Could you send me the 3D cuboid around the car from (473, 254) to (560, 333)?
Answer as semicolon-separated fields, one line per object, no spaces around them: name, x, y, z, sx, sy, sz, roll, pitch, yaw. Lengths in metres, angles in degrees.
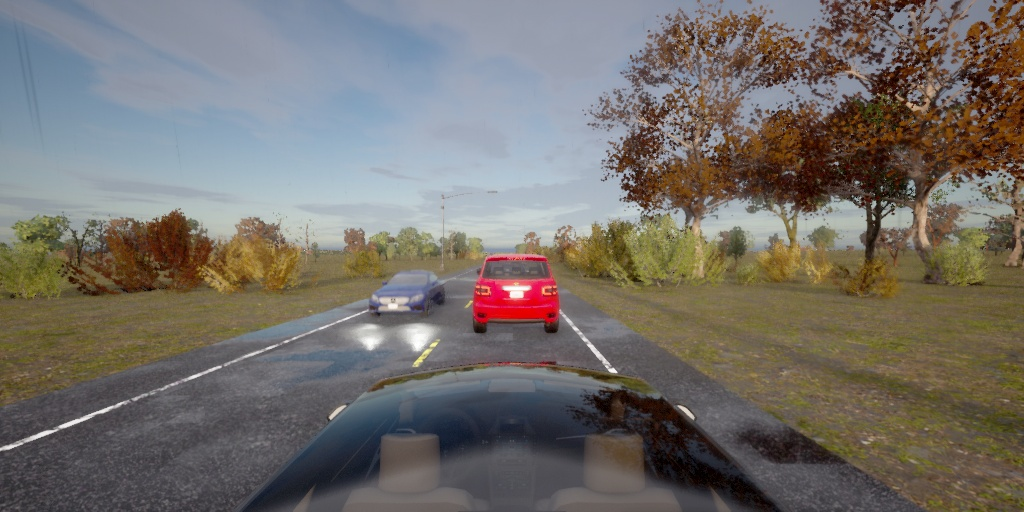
car;0.085;0.967;10.831;2.150;2.045;5.566;0;0;-1

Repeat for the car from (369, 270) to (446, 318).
car;-3.618;1.270;13.203;1.812;1.442;4.674;0;0;0

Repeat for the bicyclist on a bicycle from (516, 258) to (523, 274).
bicyclist on a bicycle;0.811;1.102;40.022;0.659;1.776;1.843;0;0;0

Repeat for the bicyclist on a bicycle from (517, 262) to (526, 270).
bicyclist on a bicycle;0.880;1.107;30.010;0.659;1.776;1.843;0;0;0
